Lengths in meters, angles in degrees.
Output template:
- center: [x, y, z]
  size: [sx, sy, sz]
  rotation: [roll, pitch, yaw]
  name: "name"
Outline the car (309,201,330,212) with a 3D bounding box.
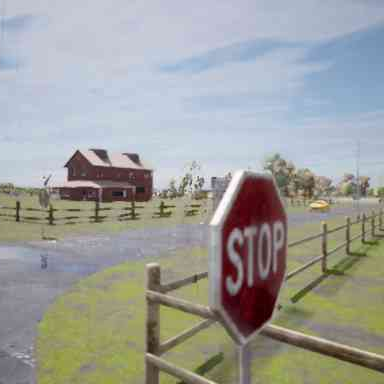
- center: [18.054, 2.015, 47.001]
  size: [1.882, 1.535, 5.008]
  rotation: [0, -1, 35]
  name: "car"
